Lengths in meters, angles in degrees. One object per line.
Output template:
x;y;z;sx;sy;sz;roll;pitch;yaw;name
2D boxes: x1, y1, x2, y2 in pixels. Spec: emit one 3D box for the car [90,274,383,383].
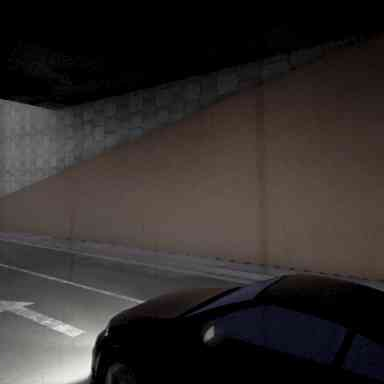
0.937;1.564;3.249;4.181;1.385;1.994;0;0;35;car
